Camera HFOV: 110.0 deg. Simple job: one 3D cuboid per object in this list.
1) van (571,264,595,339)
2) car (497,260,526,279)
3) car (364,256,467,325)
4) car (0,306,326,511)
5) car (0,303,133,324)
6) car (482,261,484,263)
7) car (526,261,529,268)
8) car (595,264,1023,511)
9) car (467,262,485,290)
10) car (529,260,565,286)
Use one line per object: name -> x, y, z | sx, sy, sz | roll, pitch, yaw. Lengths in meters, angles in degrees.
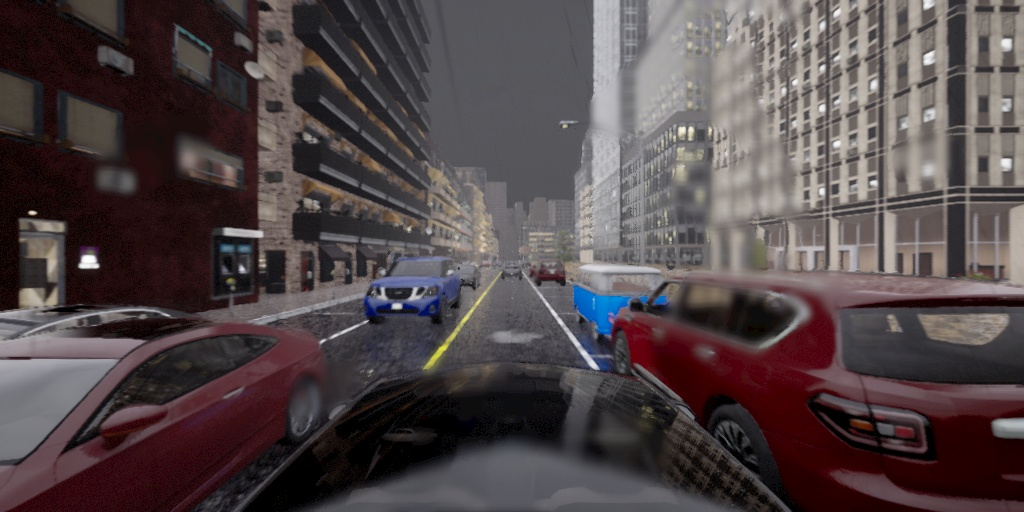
van -> 2.687, 1.123, 9.676 | 1.690, 1.789, 3.998 | 0, 0, 0
car -> 0.002, 1.384, 34.005 | 2.128, 1.511, 4.902 | 0, 0, 0
car -> -3.099, 1.016, 12.428 | 2.150, 2.045, 5.566 | 0, 0, 0
car -> -3.106, 1.279, 2.598 | 1.812, 1.442, 4.674 | 0, 0, -2
car -> -5.692, 1.310, 4.149 | 2.007, 1.370, 4.403 | 0, 0, 0
car -> -5.700, 1.518, 53.717 | 1.751, 1.417, 4.829 | 0, 0, 0
car -> 2.683, 1.455, 37.309 | 1.888, 1.381, 4.507 | 0, 0, 0
car -> 2.688, 1.074, 4.150 | 2.192, 1.841, 5.009 | 0, 0, 0
car -> -3.091, 1.350, 23.599 | 1.837, 1.490, 4.892 | 0, 0, 0
car -> 2.685, 1.171, 26.255 | 2.192, 1.841, 5.009 | 0, 0, 0
